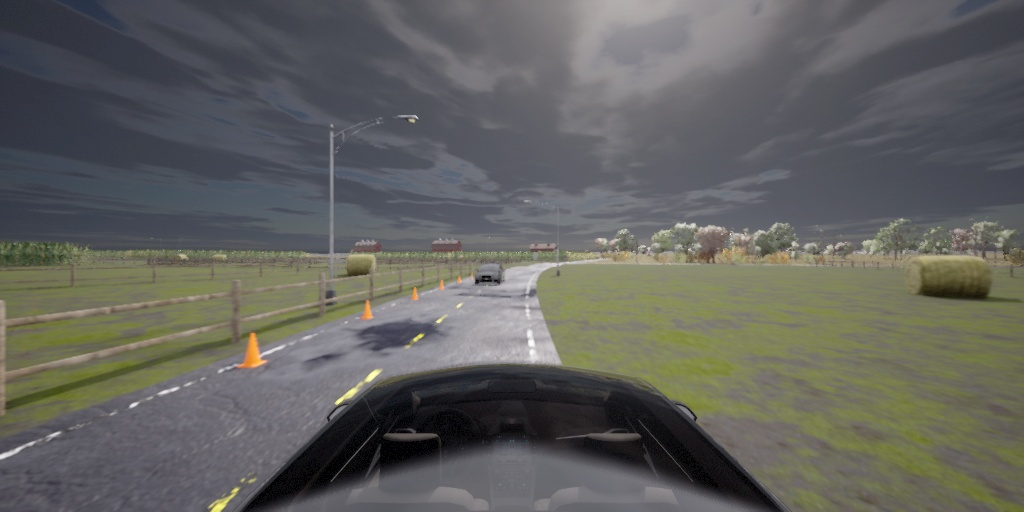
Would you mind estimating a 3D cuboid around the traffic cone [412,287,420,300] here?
[{"bbox_3d":[-4.524,1.719,16.719,0.340,0.580,0.340,0,0,2],"label":"traffic cone"}]

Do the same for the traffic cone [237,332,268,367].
[{"bbox_3d":[-4.804,1.714,6.645,0.340,0.580,0.340,0,0,1],"label":"traffic cone"}]

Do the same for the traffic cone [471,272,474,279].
[{"bbox_3d":[-3.514,1.730,31.801,0.340,0.580,0.340,0,0,5],"label":"traffic cone"}]

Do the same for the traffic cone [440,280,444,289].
[{"bbox_3d":[-4.267,1.722,21.751,0.340,0.580,0.340,0,0,3],"label":"traffic cone"}]

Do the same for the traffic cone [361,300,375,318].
[{"bbox_3d":[-4.704,1.716,11.683,0.340,0.580,0.340,0,0,2],"label":"traffic cone"}]

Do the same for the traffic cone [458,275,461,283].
[{"bbox_3d":[-3.930,1.726,26.778,0.340,0.580,0.340,0,0,4],"label":"traffic cone"}]

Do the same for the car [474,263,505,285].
[{"bbox_3d":[-1.544,1.274,26.378,1.837,1.490,4.892,0,0,4],"label":"car"}]
